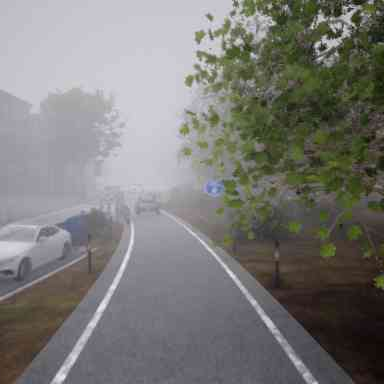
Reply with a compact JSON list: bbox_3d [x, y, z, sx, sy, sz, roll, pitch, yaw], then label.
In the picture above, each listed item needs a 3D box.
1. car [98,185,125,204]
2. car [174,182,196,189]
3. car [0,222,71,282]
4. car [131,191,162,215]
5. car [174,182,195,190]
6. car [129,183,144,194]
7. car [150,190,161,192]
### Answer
[{"bbox_3d":[-9.305,0.282,38.900,2.150,2.045,5.566,0,3,-2],"label":"car"},{"bbox_3d":[-1.811,-1.627,91.268,5.566,2.045,2.435,0,1,-24],"label":"car"},{"bbox_3d":[-5.518,1.765,10.939,2.002,1.452,4.674,2,0,2],"label":"car"},{"bbox_3d":[-3.836,1.011,28.121,2.128,1.511,4.902,-1,2,-11],"label":"car"},{"bbox_3d":[-2.063,-1.679,94.185,5.566,2.045,2.435,0,1,-24],"label":"car"},{"bbox_3d":[-10.076,-0.702,61.133,2.150,2.045,5.566,0,2,-2],"label":"car"},{"bbox_3d":[-5.134,0.336,46.157,1.895,1.301,4.718,0,3,-2],"label":"car"}]
